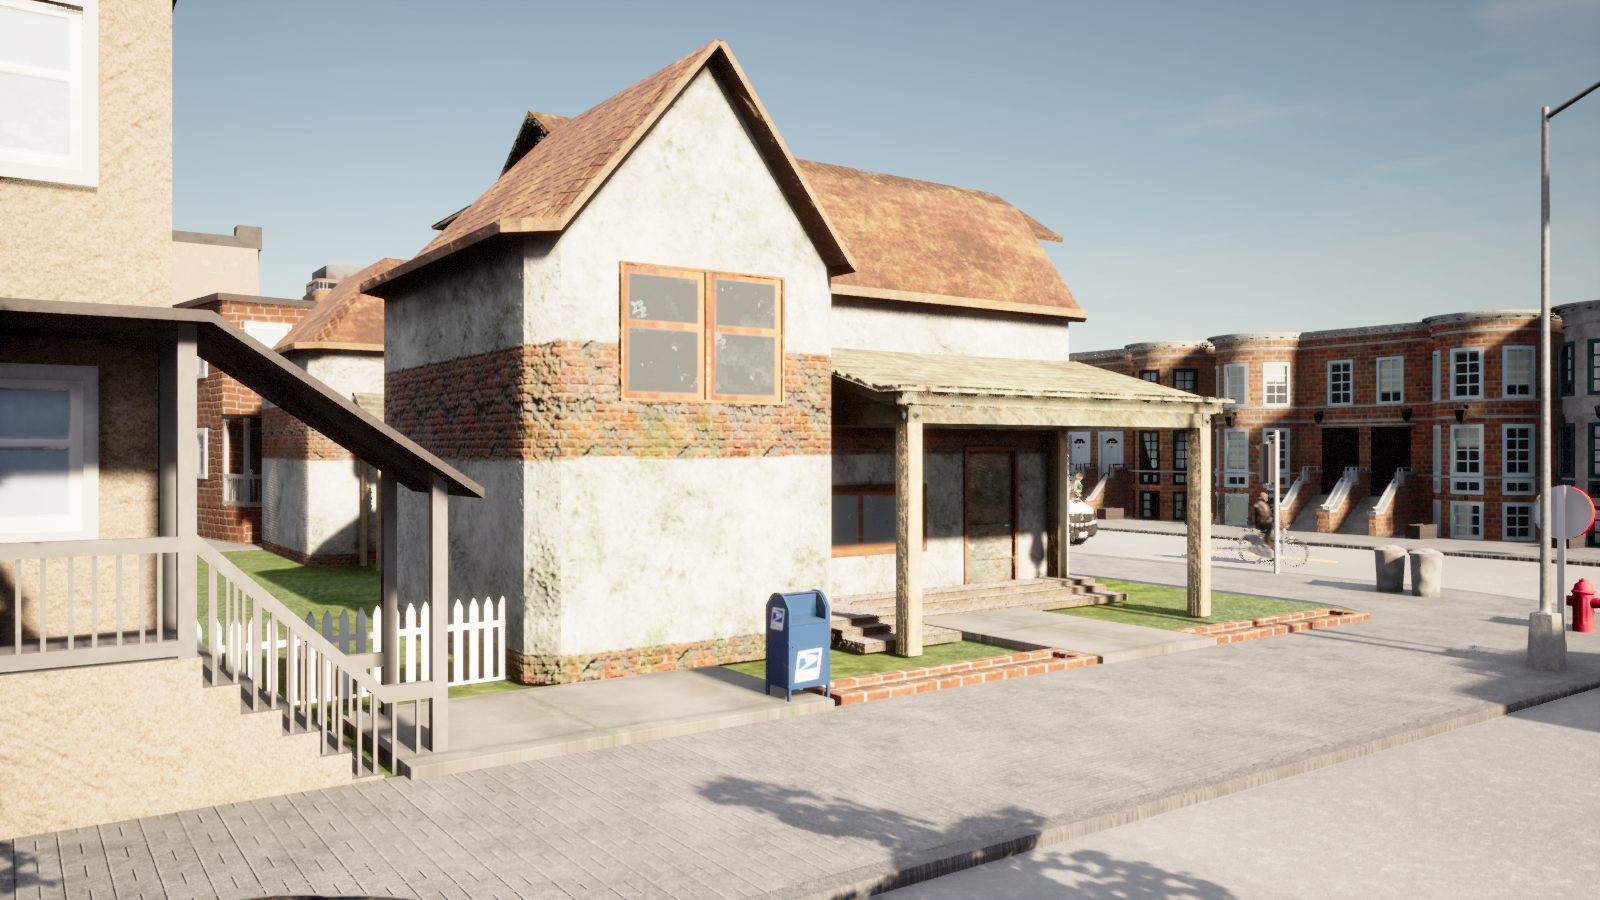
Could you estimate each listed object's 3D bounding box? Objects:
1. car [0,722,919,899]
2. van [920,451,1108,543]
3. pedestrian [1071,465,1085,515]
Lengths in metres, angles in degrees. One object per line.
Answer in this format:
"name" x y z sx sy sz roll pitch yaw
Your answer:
"car" -1.926 1.898 3.048 4.181 1.385 1.994 0 0 -35
"van" 6.349 1.305 34.733 1.988 2.561 5.915 0 0 -35
"pedestrian" 10.547 1.511 43.364 0.375 1.860 0.375 0 0 39
